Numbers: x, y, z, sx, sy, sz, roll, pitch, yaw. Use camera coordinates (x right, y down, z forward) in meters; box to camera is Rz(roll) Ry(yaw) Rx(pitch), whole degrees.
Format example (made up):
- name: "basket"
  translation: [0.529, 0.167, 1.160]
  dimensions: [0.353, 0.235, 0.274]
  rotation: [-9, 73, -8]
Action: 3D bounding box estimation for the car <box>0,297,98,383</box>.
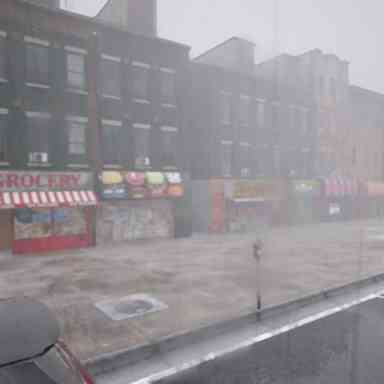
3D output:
- name: "car"
  translation: [-2.277, 1.448, 1.199]
  dimensions: [4.097, 1.590, 1.967]
  rotation: [0, 0, -35]
